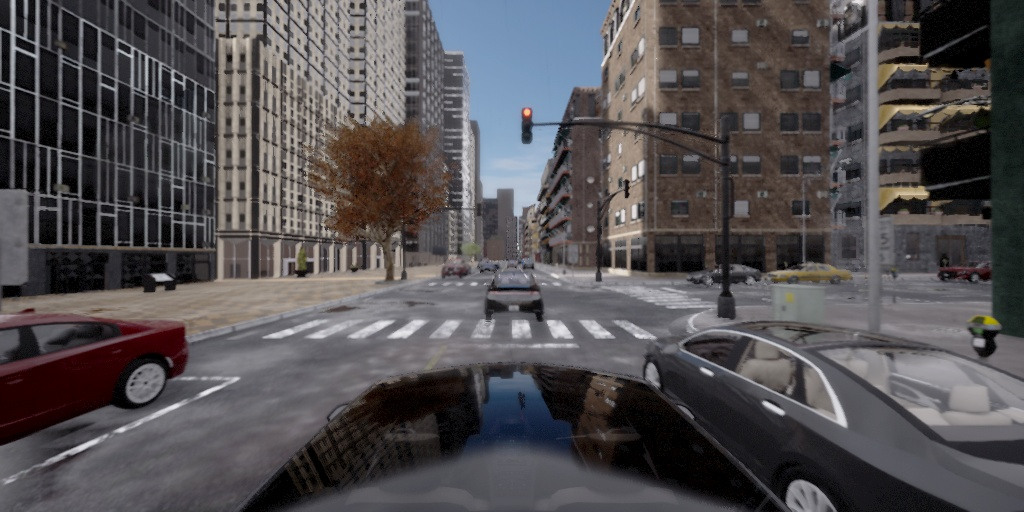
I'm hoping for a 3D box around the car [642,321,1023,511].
[{"bbox_3d":[2.689,1.308,3.469,2.007,1.370,4.403,0,0,0],"label":"car"}]

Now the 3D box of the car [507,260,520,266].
[{"bbox_3d":[0.004,1.604,65.182,2.033,1.411,5.357,0,0,0],"label":"car"}]

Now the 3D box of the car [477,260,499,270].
[{"bbox_3d":[-3.084,1.522,46.388,1.994,1.385,4.181,0,0,0],"label":"car"}]

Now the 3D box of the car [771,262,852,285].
[{"bbox_3d":[18.834,1.080,22.940,4.829,1.417,1.751,0,0,-1],"label":"car"}]

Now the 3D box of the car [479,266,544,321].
[{"bbox_3d":[0.073,1.289,12.657,2.128,1.511,4.902,0,0,0],"label":"car"}]

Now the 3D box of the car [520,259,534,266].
[{"bbox_3d":[2.694,1.583,57.947,1.948,1.339,4.313,0,0,0],"label":"car"}]

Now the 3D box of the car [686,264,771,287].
[{"bbox_3d":[13.437,1.182,22.885,4.403,1.370,2.007,0,0,-1],"label":"car"}]

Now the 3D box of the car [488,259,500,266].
[{"bbox_3d":[-3.038,1.641,62.210,1.895,1.301,4.718,0,0,1],"label":"car"}]

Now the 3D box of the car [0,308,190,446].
[{"bbox_3d":[-5.691,1.303,3.470,1.888,1.381,4.507,0,0,0],"label":"car"}]

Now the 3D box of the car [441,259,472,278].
[{"bbox_3d":[-5.689,1.221,35.857,2.192,1.841,5.009,0,0,0],"label":"car"}]

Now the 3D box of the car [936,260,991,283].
[{"bbox_3d":[30.138,0.945,23.054,4.507,1.381,1.888,0,0,-1],"label":"car"}]
